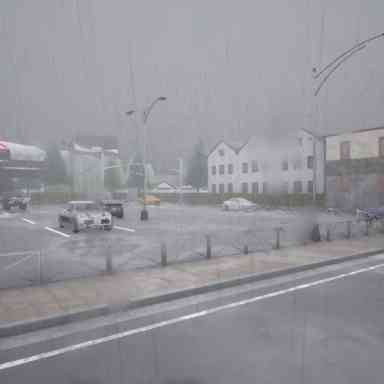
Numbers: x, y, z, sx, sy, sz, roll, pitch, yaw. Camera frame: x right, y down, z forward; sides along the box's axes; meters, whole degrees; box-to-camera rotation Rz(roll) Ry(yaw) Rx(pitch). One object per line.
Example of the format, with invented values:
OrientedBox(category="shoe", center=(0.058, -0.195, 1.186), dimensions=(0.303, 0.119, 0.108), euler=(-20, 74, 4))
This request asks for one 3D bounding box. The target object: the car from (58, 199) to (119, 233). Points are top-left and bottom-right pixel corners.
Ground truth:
OrientedBox(category="car", center=(-5.683, 1.248, 17.625), dimensions=(1.970, 1.475, 3.806), euler=(0, 0, -36))

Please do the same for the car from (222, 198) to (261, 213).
OrientedBox(category="car", center=(5.141, 1.349, 35.152), dimensions=(1.812, 1.442, 4.674), euler=(0, 0, -36))

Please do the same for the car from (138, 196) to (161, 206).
OrientedBox(category="car", center=(-6.598, 1.305, 51.768), dimensions=(1.882, 1.535, 5.008), euler=(0, 0, -35))

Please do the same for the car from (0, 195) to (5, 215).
OrientedBox(category="car", center=(-18.283, 1.113, 29.585), dimensions=(1.932, 1.855, 4.605), euler=(0, 0, -36))

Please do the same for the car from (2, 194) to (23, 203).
OrientedBox(category="car", center=(-39.319, 1.328, 72.983), dimensions=(3.866, 1.878, 1.905), euler=(0, 0, -36))

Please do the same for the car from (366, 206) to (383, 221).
OrientedBox(category="car", center=(14.521, 1.371, 21.951), dimensions=(2.033, 1.411, 5.357), euler=(0, 0, -35))

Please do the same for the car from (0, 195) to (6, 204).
OrientedBox(category="car", center=(-39.548, 1.495, 65.854), dimensions=(4.611, 1.667, 2.242), euler=(0, 0, -36))

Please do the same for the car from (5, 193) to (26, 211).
OrientedBox(category="car", center=(-20.193, 1.092, 37.895), dimensions=(1.905, 1.878, 3.866), euler=(0, 0, -36))

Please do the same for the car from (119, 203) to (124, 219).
OrientedBox(category="car", center=(-6.810, 1.313, 25.488), dimensions=(2.007, 1.523, 4.514), euler=(0, 0, -36))
